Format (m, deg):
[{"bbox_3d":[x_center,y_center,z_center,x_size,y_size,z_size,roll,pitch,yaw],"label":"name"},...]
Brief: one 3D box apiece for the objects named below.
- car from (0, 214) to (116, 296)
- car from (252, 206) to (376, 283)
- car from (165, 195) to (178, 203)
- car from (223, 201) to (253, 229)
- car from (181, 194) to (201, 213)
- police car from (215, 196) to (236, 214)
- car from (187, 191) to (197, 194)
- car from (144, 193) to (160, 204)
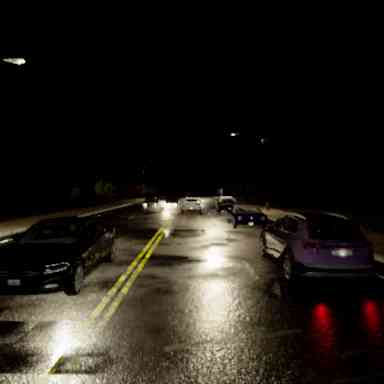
[{"bbox_3d":[-3.353,1.413,8.763,1.882,1.535,5.008,0,0,0],"label":"car"},{"bbox_3d":[3.248,1.362,9.449,2.033,1.649,4.856,0,0,0],"label":"car"},{"bbox_3d":[-3.258,1.173,54.614,1.994,1.385,4.181,0,0,0],"label":"car"},{"bbox_3d":[3.247,1.451,20.480,1.895,1.301,4.718,0,0,0],"label":"car"},{"bbox_3d":[-0.037,1.280,33.532,1.812,1.442,4.674,0,1,0],"label":"car"},{"bbox_3d":[3.246,1.194,31.558,1.930,1.638,5.238,0,0,0],"label":"police car"},{"bbox_3d":[0.084,1.071,55.111,1.882,1.535,5.008,0,1,0],"label":"car"},{"bbox_3d":[-6.511,0.949,54.331,2.097,1.767,4.553,0,1,0],"label":"car"}]
